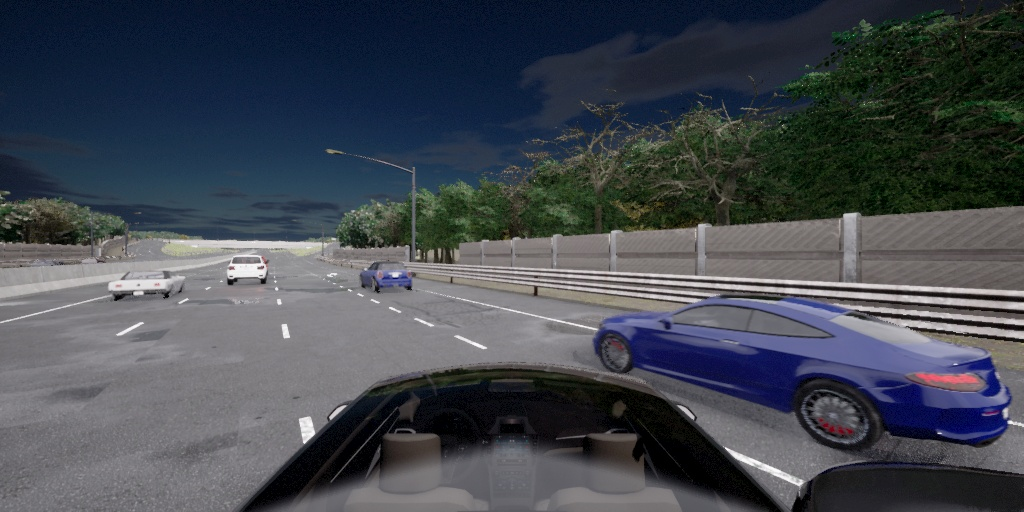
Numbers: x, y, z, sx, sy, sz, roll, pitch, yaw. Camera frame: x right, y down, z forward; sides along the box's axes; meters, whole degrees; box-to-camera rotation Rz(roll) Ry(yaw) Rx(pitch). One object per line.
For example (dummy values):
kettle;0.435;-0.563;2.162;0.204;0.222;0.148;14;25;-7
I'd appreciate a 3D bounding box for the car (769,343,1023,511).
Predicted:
car;2.985;1.315;0.502;4.181;1.385;1.994;0;0;34

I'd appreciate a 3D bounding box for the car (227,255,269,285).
car;-19.283;0.957;26.244;2.150;2.045;5.566;0;0;-34

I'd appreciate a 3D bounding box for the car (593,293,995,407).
car;3.333;1.276;5.269;1.812;1.442;4.674;0;0;-34

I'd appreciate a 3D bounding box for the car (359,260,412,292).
car;-7.637;1.096;21.471;2.097;1.767;4.553;0;0;-35

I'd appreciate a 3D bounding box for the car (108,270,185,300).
car;-17.768;1.343;17.717;1.895;1.301;4.718;0;0;-34
